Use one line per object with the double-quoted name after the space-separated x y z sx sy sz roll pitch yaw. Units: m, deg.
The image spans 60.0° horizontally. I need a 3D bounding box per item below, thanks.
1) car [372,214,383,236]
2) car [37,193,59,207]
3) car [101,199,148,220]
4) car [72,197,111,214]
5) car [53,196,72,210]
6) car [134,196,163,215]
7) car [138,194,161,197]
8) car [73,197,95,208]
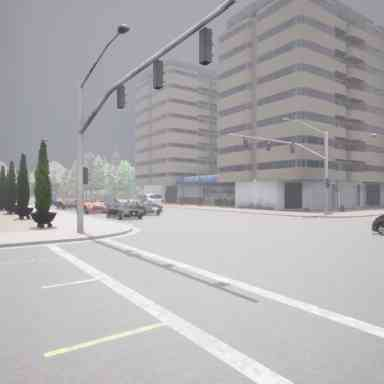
11.356 1.352 16.215 2.097 1.767 4.553 0 0 -35 "car"
-23.314 1.213 53.573 2.150 2.045 5.566 0 1 -35 "car"
-5.788 1.564 28.270 1.994 1.385 4.181 0 0 -35 "car"
-10.744 1.352 35.403 2.097 1.767 4.553 0 0 -35 "car"
-16.384 1.526 43.536 1.812 1.442 4.674 0 0 -35 "car"
-4.811 1.492 32.993 2.128 1.511 4.902 0 0 -35 "car"
-5.595 1.221 40.607 2.150 2.045 5.566 0 0 -35 "car"
-15.943 1.505 49.045 1.837 1.490 4.892 0 0 -34 "car"
